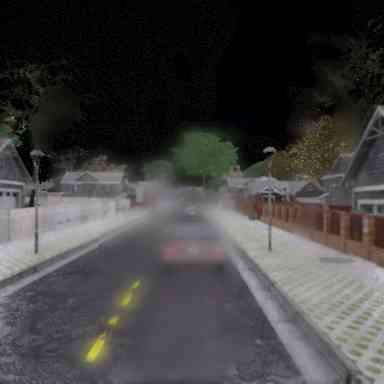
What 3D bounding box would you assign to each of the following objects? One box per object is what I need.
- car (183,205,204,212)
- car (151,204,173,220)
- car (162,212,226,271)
[{"bbox_3d":[0.101,1.880,30.250,1.994,1.385,4.181,0,-1,0],"label":"car"},{"bbox_3d":[-2.817,1.874,32.708,1.812,1.442,4.674,0,-1,0],"label":"car"},{"bbox_3d":[0.067,1.644,11.249,2.033,1.411,5.357,0,-1,0],"label":"car"}]
